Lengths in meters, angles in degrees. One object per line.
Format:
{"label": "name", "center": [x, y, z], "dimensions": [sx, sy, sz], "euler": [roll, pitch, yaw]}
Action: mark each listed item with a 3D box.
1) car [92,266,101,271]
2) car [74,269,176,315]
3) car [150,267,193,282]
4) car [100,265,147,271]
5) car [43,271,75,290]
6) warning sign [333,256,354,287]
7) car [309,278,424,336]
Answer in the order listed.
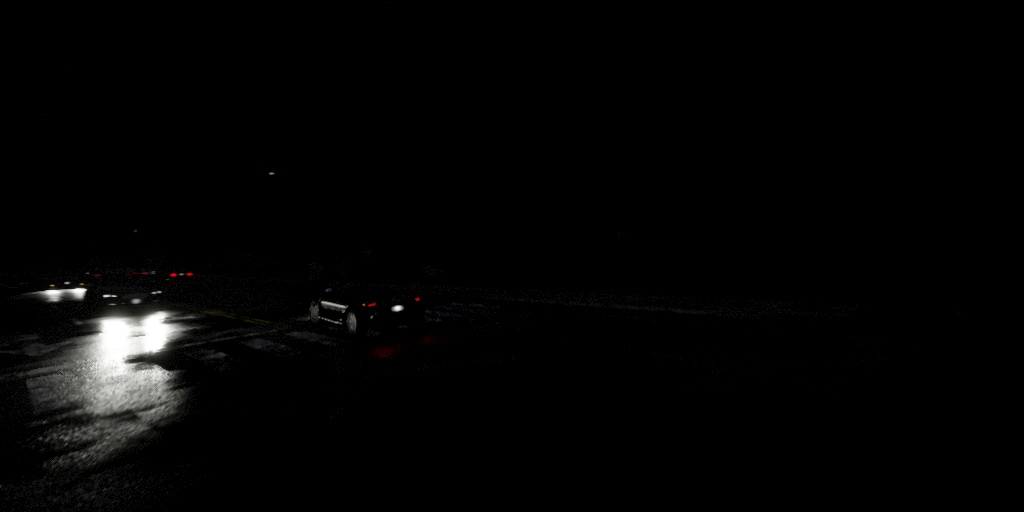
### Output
{"label": "car", "center": [-42.767, 1.981, 37.503], "dimensions": [5.357, 1.411, 2.033], "euler": [-1, 1, 35]}
{"label": "car", "center": [-16.626, 1.527, 15.326], "dimensions": [4.902, 1.511, 2.128], "euler": [-1, 1, 35]}
{"label": "car", "center": [-32.330, 1.773, 34.285], "dimensions": [5.357, 1.411, 2.033], "euler": [-1, 1, 35]}
{"label": "car", "center": [-34.575, 1.776, 31.889], "dimensions": [5.008, 1.535, 1.882], "euler": [-1, 1, 35]}
{"label": "car", "center": [-35.546, 1.916, 28.483], "dimensions": [4.181, 1.385, 1.994], "euler": [-1, 1, 35]}
{"label": "warning sign", "center": [-10.632, 0.948, 22.683], "dimensions": [1.060, 1.860, 1.300], "euler": [0, 0, 35]}
{"label": "car", "center": [-4.465, 1.364, 10.814], "dimensions": [4.181, 1.385, 1.994], "euler": [-1, 1, 43]}
